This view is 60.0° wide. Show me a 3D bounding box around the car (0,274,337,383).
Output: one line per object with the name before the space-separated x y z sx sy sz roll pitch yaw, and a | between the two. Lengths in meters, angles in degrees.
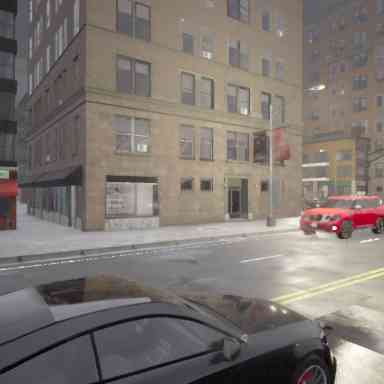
car | -0.663 1.526 2.966 4.674 1.442 1.812 0 0 -35

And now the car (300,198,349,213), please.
car | 15.159 1.484 38.252 2.128 1.511 4.902 0 0 -35

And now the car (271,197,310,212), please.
car | 11.517 1.421 39.014 1.967 1.590 4.097 0 0 -35

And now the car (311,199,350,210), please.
car | 18.072 1.578 43.642 1.947 1.339 4.313 0 0 -35

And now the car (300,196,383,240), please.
car | 8.044 1.223 17.414 5.566 2.045 2.150 0 0 -36
